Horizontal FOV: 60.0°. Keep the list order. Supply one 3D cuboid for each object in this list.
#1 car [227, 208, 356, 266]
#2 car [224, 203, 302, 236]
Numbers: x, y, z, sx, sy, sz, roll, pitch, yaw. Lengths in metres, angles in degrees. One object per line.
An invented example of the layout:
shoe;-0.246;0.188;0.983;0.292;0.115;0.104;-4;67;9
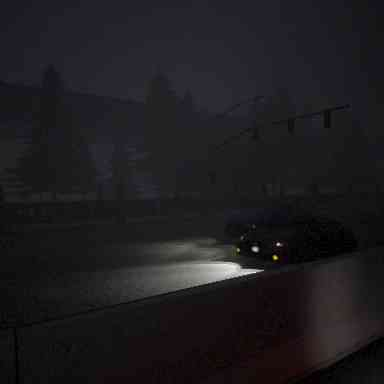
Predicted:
car;3.442;1.429;10.746;4.181;1.385;1.994;-1;1;-35
car;3.686;1.290;15.217;5.008;1.535;1.882;-1;1;-35
